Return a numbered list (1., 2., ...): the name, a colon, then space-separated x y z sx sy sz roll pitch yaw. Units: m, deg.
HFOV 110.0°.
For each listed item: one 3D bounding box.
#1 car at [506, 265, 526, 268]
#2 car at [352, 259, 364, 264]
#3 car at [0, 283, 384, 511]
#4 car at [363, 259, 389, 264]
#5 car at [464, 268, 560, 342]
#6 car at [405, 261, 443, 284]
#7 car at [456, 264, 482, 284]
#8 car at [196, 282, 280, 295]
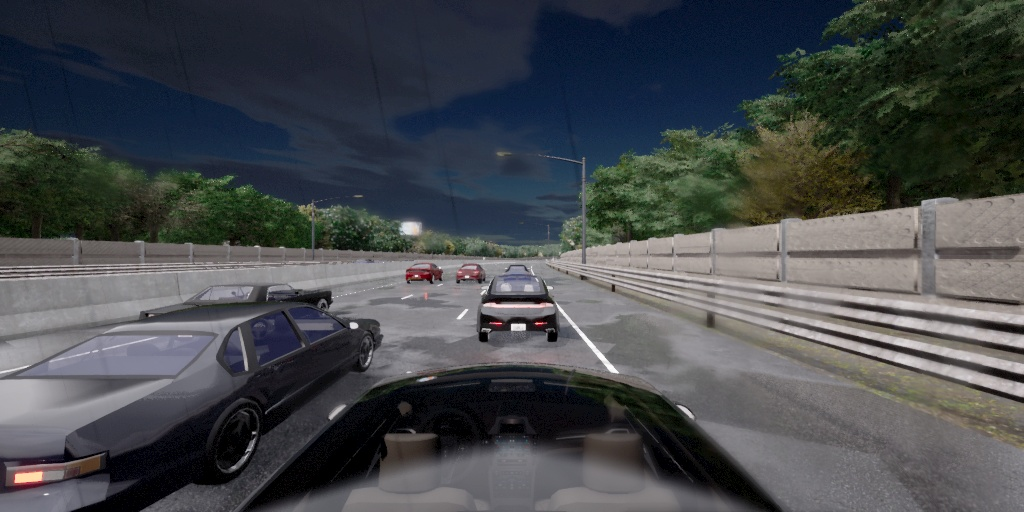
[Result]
1. car: 0.405 1.334 26.761 1.994 1.385 4.181 0 0 1
2. car: -23.252 1.207 55.860 2.097 1.767 4.553 0 0 3
3. car: -3.374 1.297 4.545 2.033 1.411 5.357 0 0 -1
4. car: -19.846 1.342 53.994 2.128 1.511 4.902 0 0 3
5. car: 0.147 1.244 9.749 2.128 1.511 4.902 0 0 0
6. car: -6.584 1.246 27.382 1.882 1.535 5.008 0 0 1
7. car: -3.092 1.295 27.374 1.812 1.442 4.674 0 0 1
8. car: -6.856 1.352 9.763 1.895 1.301 4.718 0 0 0
